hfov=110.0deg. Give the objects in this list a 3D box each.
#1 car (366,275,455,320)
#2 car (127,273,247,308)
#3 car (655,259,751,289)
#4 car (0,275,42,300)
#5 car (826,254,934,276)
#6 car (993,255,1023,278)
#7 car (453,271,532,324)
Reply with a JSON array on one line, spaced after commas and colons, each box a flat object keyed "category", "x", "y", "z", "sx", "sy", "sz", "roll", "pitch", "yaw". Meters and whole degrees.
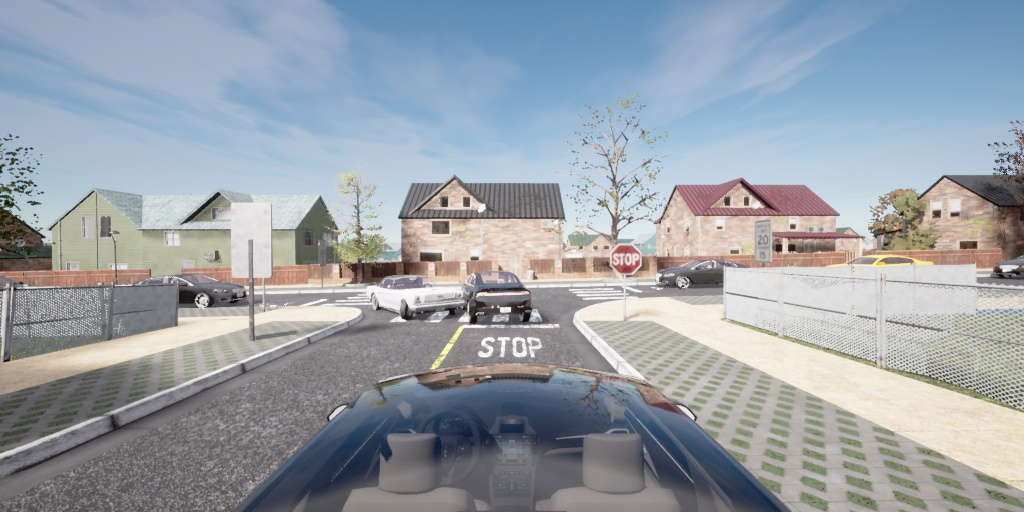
[{"category": "car", "x": -3.600, "y": 1.368, "z": 12.899, "sx": 1.895, "sy": 1.301, "sz": 4.718, "roll": 0, "pitch": 0, "yaw": -38}, {"category": "car", "x": -14.898, "y": 1.566, "z": 16.397, "sx": 4.902, "sy": 1.511, "sz": 2.128, "roll": -1, "pitch": 1, "yaw": 0}, {"category": "car", "x": 10.335, "y": 0.926, "z": 19.444, "sx": 4.902, "sy": 1.511, "sz": 2.128, "roll": -1, "pitch": 1, "yaw": 0}, {"category": "car", "x": -24.236, "y": 1.648, "z": 16.358, "sx": 4.553, "sy": 1.767, "sz": 2.097, "roll": -1, "pitch": 1, "yaw": 0}, {"category": "car", "x": 19.766, "y": 0.690, "z": 19.479, "sx": 5.008, "sy": 1.535, "sz": 1.882, "roll": -1, "pitch": 1, "yaw": -1}, {"category": "car", "x": 29.390, "y": 0.478, "z": 19.513, "sx": 4.902, "sy": 1.511, "sz": 2.128, "roll": -1, "pitch": 1, "yaw": 0}, {"category": "car", "x": -0.683, "y": 1.242, "z": 12.039, "sx": 2.128, "sy": 1.511, "sz": 4.902, "roll": 0, "pitch": 0, "yaw": -12}]
